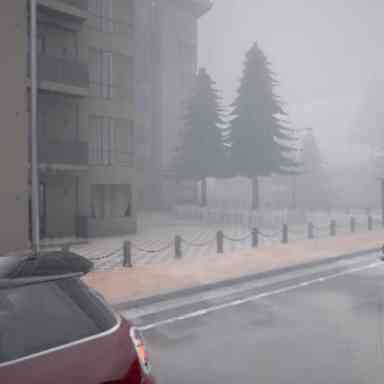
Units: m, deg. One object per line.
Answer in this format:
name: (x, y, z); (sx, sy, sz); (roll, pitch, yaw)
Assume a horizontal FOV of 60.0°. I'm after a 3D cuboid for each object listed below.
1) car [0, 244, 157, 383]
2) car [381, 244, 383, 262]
car: (-2.542, 1.360, 2.149); (4.553, 1.767, 2.097); (-1, 0, -35)
car: (7.138, 1.510, 9.057); (4.718, 1.301, 1.895); (-1, 0, -35)
